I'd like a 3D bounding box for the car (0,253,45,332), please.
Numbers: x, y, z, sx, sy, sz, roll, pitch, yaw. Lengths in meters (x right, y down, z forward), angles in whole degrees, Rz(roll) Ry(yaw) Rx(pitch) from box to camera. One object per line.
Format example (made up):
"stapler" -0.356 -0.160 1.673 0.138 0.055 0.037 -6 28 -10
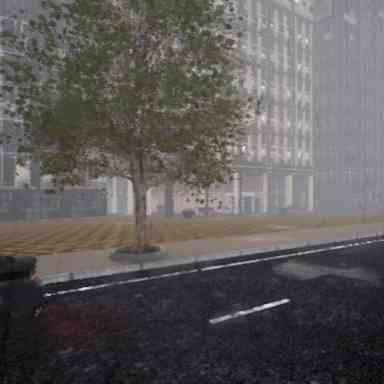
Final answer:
"car" -4.613 1.496 4.362 4.892 1.490 1.837 0 0 -35
